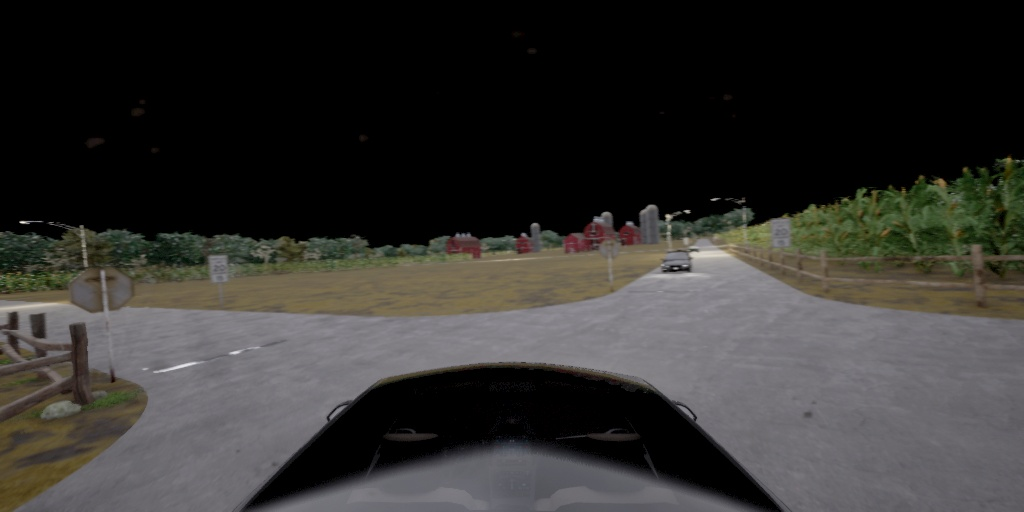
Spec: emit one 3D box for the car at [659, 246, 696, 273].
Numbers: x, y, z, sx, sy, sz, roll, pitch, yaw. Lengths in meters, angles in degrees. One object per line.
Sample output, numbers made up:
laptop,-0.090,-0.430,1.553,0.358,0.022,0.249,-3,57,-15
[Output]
car,11.652,0.412,25.248,1.837,1.490,4.892,-3,2,28
